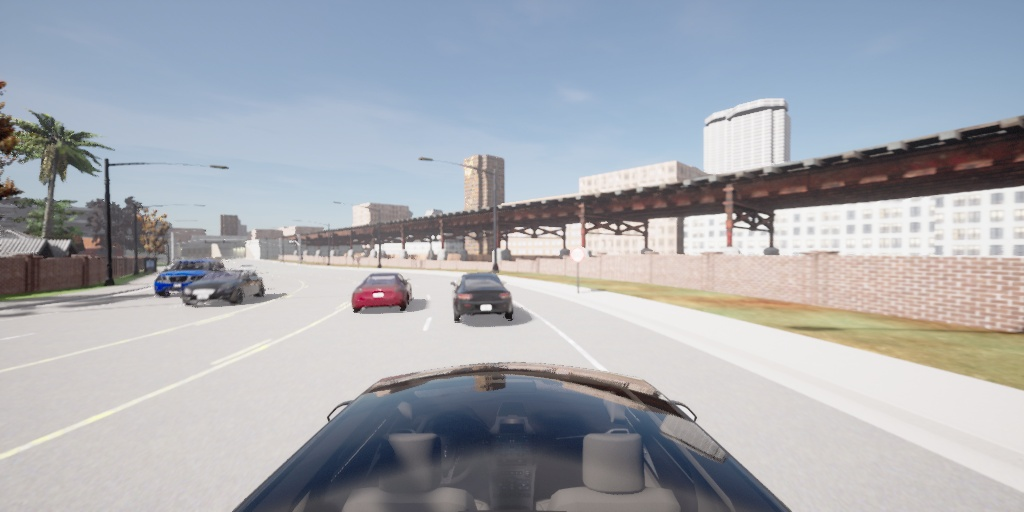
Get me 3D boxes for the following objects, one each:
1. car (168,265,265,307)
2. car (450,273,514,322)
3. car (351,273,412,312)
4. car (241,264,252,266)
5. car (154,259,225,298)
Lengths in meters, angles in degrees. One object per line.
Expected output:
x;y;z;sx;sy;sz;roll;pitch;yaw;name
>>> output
-13.214;1.394;16.754;2.128;1.511;4.902;-1;0;-19;car
-1.122;1.289;12.322;1.812;1.442;4.674;0;0;-10;car
-5.226;1.370;14.767;1.994;1.385;4.181;-1;0;-13;car
-37.437;1.858;50.718;1.812;1.442;4.674;-1;0;-41;car
-18.607;1.217;21.163;2.150;2.045;5.566;-1;0;-26;car
